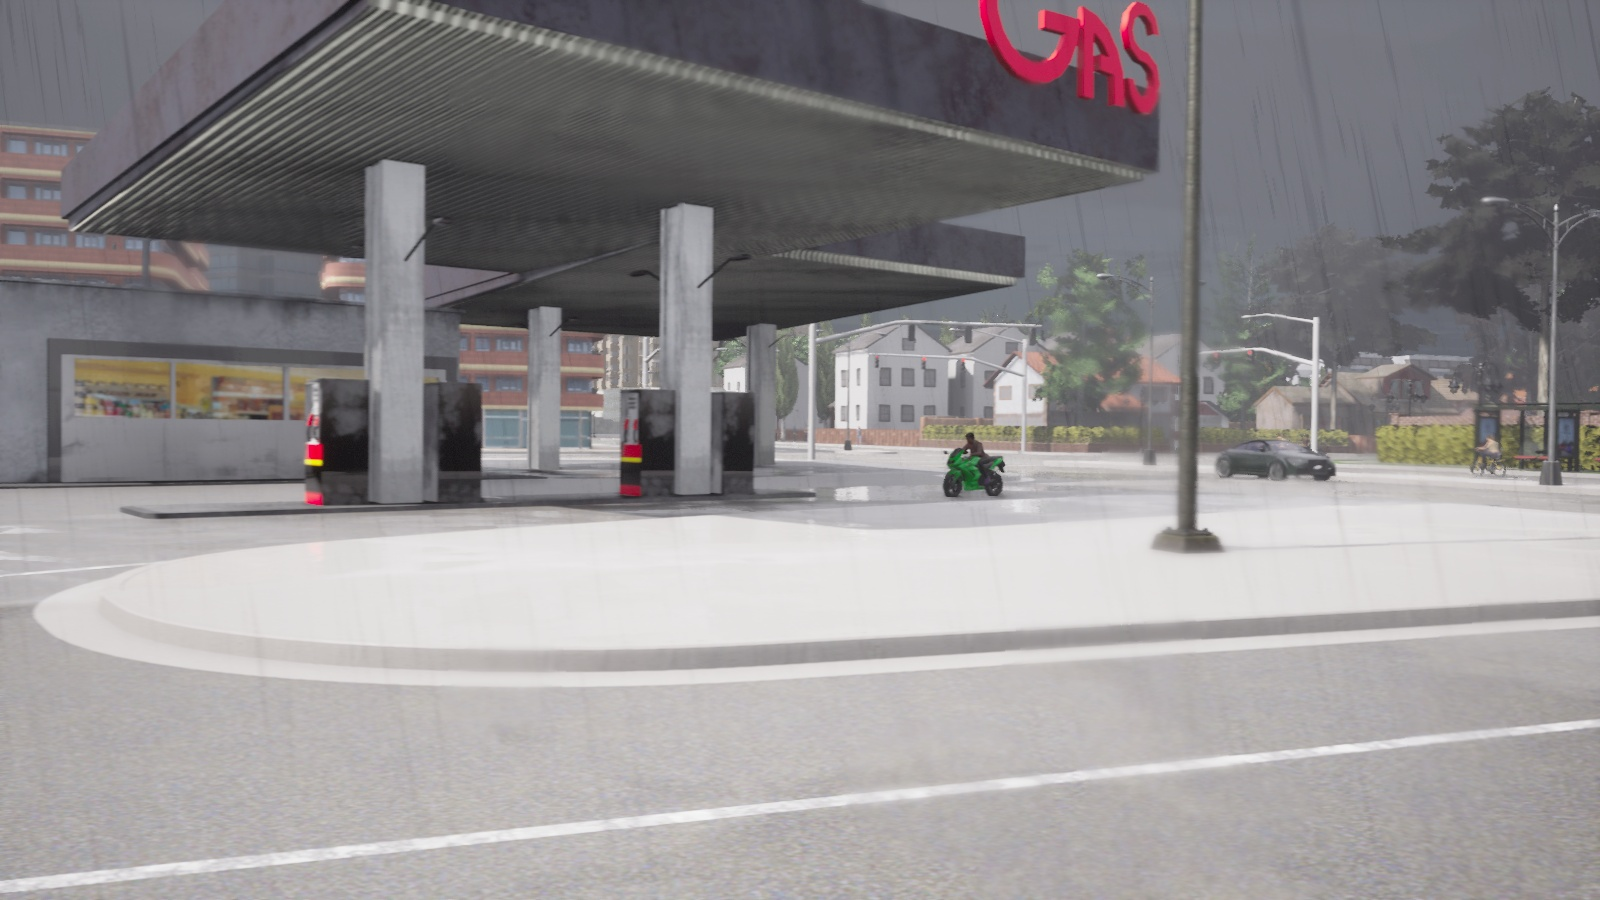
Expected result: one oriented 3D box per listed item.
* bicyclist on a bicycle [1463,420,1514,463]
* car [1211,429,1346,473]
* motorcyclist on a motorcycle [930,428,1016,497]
[{"bbox_3d":[26.298,-0.333,47.970,0.866,1.612,1.509,-1,0,-21],"label":"bicyclist on a bicycle"},{"bbox_3d":[16.093,-0.002,42.453,1.994,1.385,4.181,-1,1,-21],"label":"car"},{"bbox_3d":[4.035,0.263,29.129,2.044,1.523,0.797,-1,1,-40],"label":"motorcyclist on a motorcycle"}]
